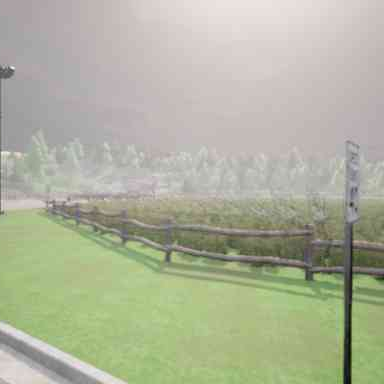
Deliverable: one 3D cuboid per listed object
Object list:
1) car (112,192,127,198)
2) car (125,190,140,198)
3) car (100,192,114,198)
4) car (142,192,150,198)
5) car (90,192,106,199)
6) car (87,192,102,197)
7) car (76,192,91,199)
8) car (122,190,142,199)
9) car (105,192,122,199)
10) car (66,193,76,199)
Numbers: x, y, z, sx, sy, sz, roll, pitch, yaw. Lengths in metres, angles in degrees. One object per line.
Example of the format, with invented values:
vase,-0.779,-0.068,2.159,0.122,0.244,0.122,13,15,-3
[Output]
car,-18.576,0.713,85.448,2.033,1.411,5.357,1,0,10
car,-15.124,0.431,84.855,2.150,2.045,5.566,1,0,10
car,-22.021,0.694,86.069,1.994,1.385,4.181,1,0,10
car,-11.687,0.762,84.206,1.812,1.442,4.674,1,0,10
car,-20.426,0.868,75.194,1.837,1.490,4.892,1,0,10
car,-25.465,0.633,86.689,1.812,1.442,4.674,1,0,10
car,-23.783,0.689,76.287,2.097,1.767,4.553,1,0,10
car,-13.439,0.957,74.499,1.812,1.442,4.674,1,0,10
car,-16.981,0.878,74.573,1.882,1.535,5.008,1,0,10
car,-27.241,0.865,76.846,1.994,1.385,4.181,1,0,10
